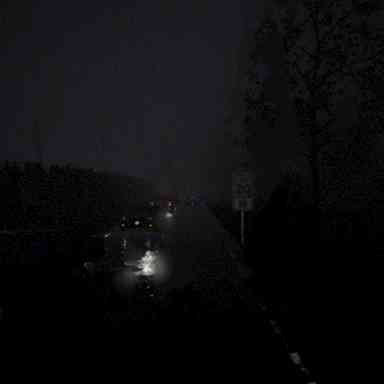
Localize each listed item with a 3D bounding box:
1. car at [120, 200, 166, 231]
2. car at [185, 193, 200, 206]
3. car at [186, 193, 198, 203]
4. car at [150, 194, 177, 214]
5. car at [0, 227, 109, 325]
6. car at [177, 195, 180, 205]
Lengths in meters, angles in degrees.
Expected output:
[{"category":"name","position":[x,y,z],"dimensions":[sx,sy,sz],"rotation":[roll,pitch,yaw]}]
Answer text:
[{"category":"car","position":[-2.835,1.385,19.158],"dimensions":[1.994,1.385,4.181],"rotation":[0,1,0]},{"category":"car","position":[0.084,1.164,44.544],"dimensions":[1.895,1.301,4.718],"rotation":[0,1,1]},{"category":"car","position":[0.043,0.932,54.565],"dimensions":[1.882,1.535,5.008],"rotation":[0,1,0]},{"category":"car","position":[-2.818,1.051,31.386],"dimensions":[2.097,1.767,4.553],"rotation":[0,1,0]},{"category":"car","position":[-3.638,1.485,6.886],"dimensions":[2.033,1.411,5.357],"rotation":[0,1,12]},{"category":"car","position":[-2.738,1.028,47.144],"dimensions":[2.128,1.511,4.902],"rotation":[0,0,0]}]
